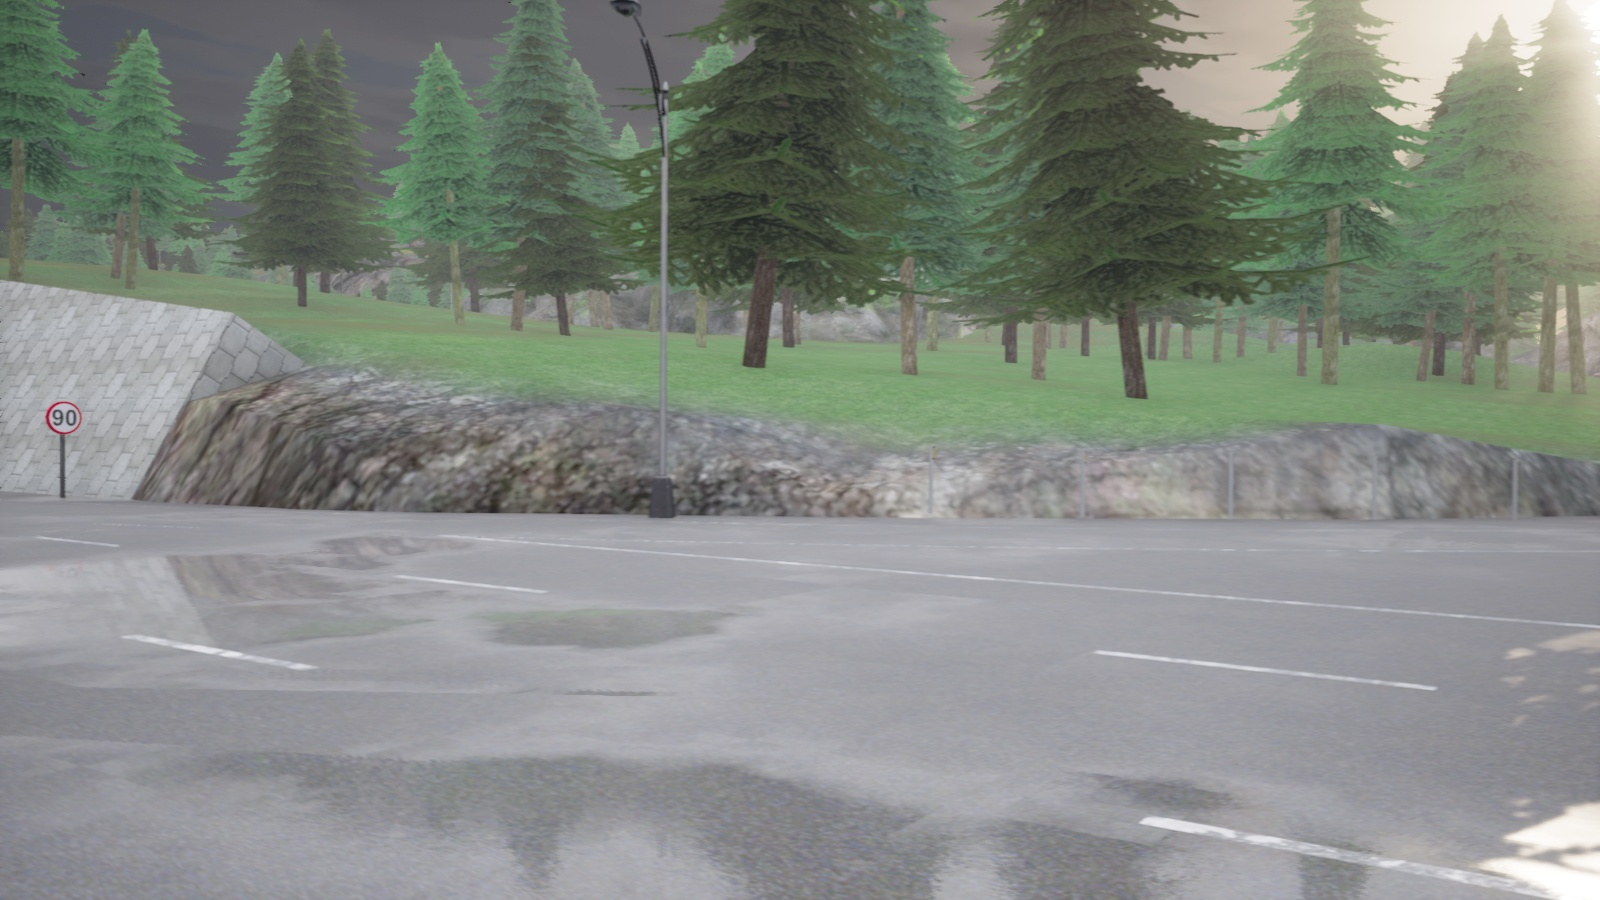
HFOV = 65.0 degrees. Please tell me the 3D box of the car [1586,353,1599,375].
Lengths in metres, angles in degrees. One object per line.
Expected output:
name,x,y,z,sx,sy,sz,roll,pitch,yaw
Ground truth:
car,53.543,-5.523,81.109,1.812,1.442,4.674,-1,5,-13
